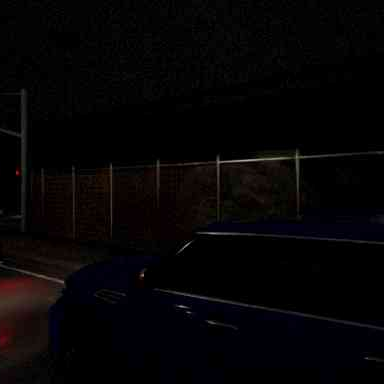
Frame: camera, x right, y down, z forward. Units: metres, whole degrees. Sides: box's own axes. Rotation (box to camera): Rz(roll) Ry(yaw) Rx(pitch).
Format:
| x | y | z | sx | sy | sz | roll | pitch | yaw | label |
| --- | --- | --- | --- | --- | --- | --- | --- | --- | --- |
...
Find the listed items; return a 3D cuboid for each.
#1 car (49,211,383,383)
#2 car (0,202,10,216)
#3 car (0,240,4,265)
| x | y | z | sx | sy | sz | roll | pitch | yaw | label |
| --- | --- | --- | --- | --- | --- | --- | --- | --- | --- |
| 0.904 | 1.221 | 3.346 | 5.566 | 2.045 | 2.150 | 0 | 0 | 35 | car |
| -20.171 | 1.560 | 31.935 | 1.837 | 1.490 | 4.892 | 0 | 0 | 37 | car |
| -7.110 | 1.492 | 9.063 | 4.902 | 1.511 | 2.128 | 0 | 0 | 33 | car |
